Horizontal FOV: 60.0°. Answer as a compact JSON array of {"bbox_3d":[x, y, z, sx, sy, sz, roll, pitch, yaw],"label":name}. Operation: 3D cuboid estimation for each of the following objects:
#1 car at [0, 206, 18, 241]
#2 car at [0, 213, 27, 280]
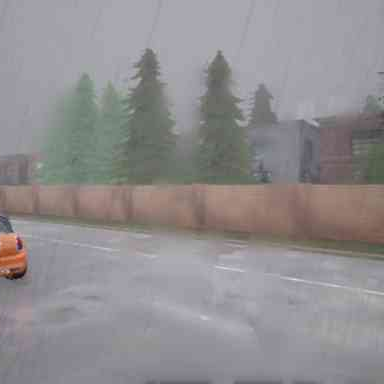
[{"bbox_3d":[-10.256,1.374,15.585,4.674,1.442,1.812,1,0,35],"label":"car"},{"bbox_3d":[-6.212,1.265,8.421,4.553,1.767,2.097,1,0,35],"label":"car"}]
